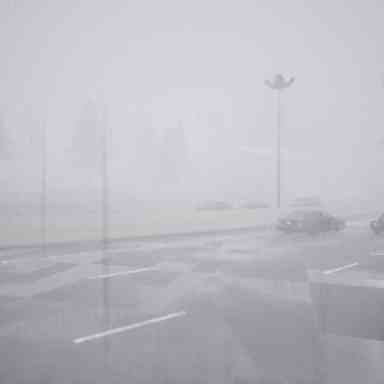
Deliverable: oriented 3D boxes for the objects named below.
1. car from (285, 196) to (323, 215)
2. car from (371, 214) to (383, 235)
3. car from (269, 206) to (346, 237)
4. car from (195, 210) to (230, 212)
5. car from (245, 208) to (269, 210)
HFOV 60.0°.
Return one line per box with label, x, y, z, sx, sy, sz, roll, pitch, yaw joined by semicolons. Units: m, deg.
car;13.750;1.591;40.767;5.566;2.045;2.150;0;1;-45
car;12.201;1.835;19.395;4.718;1.301;1.895;1;0;-44
car;6.943;1.729;19.244;5.357;1.411;2.033;1;0;-43
car;2.554;1.757;39.330;4.892;1.490;1.837;-1;2;-41
car;7.254;1.791;39.154;4.902;1.511;2.128;0;0;-43
